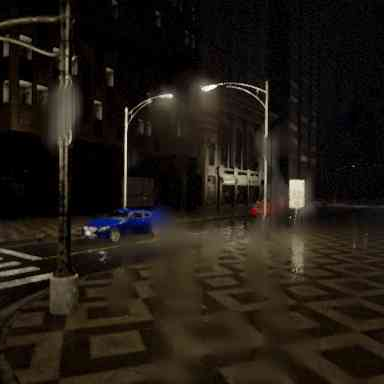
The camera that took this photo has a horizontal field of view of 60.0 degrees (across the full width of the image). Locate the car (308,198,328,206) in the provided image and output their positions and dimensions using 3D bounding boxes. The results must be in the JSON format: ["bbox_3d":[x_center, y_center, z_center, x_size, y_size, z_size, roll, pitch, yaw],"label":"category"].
[{"bbox_3d":[17.007,1.483,44.877,1.812,1.442,4.674,1,0,36],"label":"car"}]

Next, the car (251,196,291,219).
[{"bbox_3d":[7.716,1.418,32.064,2.150,2.045,5.566,1,0,36],"label":"car"}]

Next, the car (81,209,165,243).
[{"bbox_3d":[-3.272,1.586,16.737,1.812,1.442,4.674,1,0,36],"label":"car"}]
